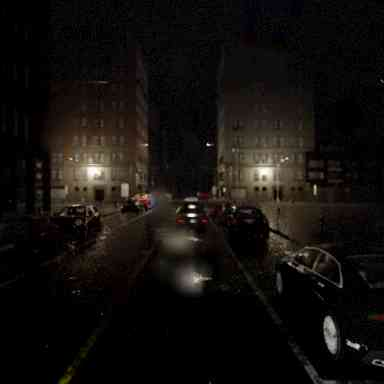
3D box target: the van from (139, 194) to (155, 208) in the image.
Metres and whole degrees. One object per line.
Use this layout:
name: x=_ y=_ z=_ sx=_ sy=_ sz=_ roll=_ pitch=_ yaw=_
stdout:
van: x=-6.020 y=1.207 z=45.172 sx=1.690 sy=1.788 sz=3.998 roll=0 pitch=0 yaw=0

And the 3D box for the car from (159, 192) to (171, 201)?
car: x=-6.117 y=1.248 z=72.018 sx=1.752 sy=1.417 sz=4.829 roll=0 pitch=0 yaw=0

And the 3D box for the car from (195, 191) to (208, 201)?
car: x=2.409 y=1.032 z=72.191 sx=2.192 sy=1.841 sz=5.009 roll=0 pitch=0 yaw=0

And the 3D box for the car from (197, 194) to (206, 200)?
car: x=2.367 y=1.196 z=83.505 sx=1.887 sy=1.381 sz=4.507 roll=0 pitch=0 yaw=0

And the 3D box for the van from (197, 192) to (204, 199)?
van: x=2.346 y=0.959 z=89.161 sx=1.690 sy=1.788 sz=3.998 roll=0 pitch=0 yaw=0

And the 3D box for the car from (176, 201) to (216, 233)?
car: x=0.028 y=1.494 z=19.046 sx=2.033 sy=1.411 sz=5.357 roll=0 pitch=0 yaw=0

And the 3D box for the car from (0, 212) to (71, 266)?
car: x=-5.896 y=1.556 z=11.332 sx=1.802 sy=1.307 sz=4.206 roll=0 pitch=0 yaw=0

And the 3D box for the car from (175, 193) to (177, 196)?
car: x=-6.200 y=0.905 z=94.807 sx=2.192 sy=1.841 sz=5.009 roll=0 pitch=0 yaw=0

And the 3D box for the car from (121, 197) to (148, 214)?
car: x=-5.979 y=1.470 z=33.891 sx=1.947 sy=1.339 sz=4.313 roll=0 pitch=0 yaw=0

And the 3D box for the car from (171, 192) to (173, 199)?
car: x=-6.138 y=1.255 z=77.844 sx=1.947 sy=1.339 sz=4.313 roll=0 pitch=0 yaw=0

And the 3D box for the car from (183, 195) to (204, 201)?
car: x=-0.045 y=1.376 z=38.436 sx=2.128 sy=1.511 sz=4.902 roll=0 pitch=0 yaw=0

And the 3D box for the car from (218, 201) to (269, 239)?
car: x=2.609 y=1.392 z=16.978 sx=1.967 sy=1.590 sz=4.097 roll=0 pitch=0 yaw=0

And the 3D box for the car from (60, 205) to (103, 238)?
car: x=-5.917 y=1.397 z=16.972 sx=1.967 sy=1.590 sz=4.097 roll=0 pitch=0 yaw=0

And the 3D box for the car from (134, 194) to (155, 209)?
car: x=-5.999 y=1.201 z=39.531 sx=2.192 sy=1.841 sz=5.009 roll=0 pitch=0 yaw=0

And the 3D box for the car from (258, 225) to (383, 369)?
car: x=2.650 y=1.535 z=5.701 sx=2.008 sy=1.369 sz=4.403 roll=0 pitch=0 yaw=0

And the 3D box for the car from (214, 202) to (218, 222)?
car: x=2.589 y=1.516 z=22.619 sx=1.802 sy=1.307 sz=4.206 roll=0 pitch=0 yaw=0

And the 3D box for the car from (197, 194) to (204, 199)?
car: x=2.325 y=1.167 z=94.818 sx=1.802 sy=1.307 sz=4.206 roll=0 pitch=0 yaw=0
